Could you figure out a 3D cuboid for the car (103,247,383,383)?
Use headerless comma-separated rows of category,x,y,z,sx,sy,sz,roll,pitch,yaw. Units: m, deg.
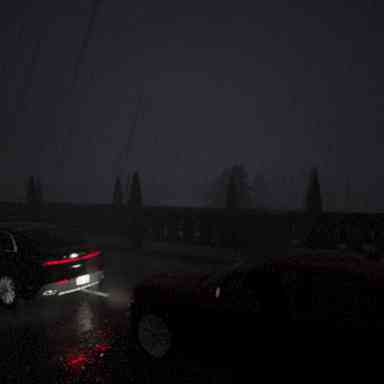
car,1.346,1.465,4.200,5.008,1.535,1.882,0,0,34

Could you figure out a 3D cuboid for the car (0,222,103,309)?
car,-4.206,1.459,7.752,4.892,1.490,1.837,0,0,31
